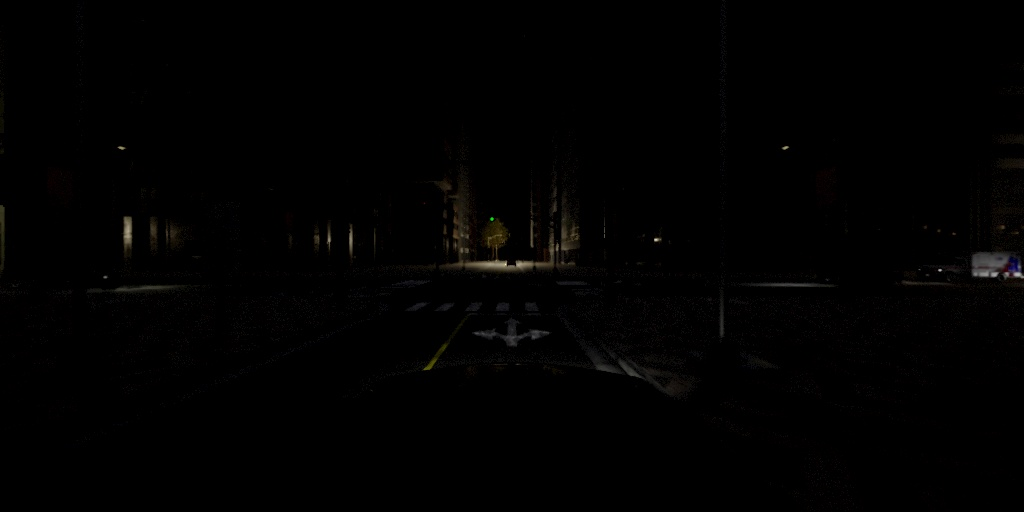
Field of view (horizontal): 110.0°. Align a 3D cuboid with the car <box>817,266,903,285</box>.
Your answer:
[{"bbox_3d":[25.150,1.419,26.100,4.718,1.301,1.895,0,0,0],"label":"car"}]

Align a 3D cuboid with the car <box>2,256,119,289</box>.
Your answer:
[{"bbox_3d":[-28.623,0.991,22.818,5.566,2.045,2.150,0,0,0],"label":"car"}]

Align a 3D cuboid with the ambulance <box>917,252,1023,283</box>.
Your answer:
[{"bbox_3d":[37.042,0.862,29.216,6.366,2.431,2.351,0,0,0],"label":"ambulance"}]
